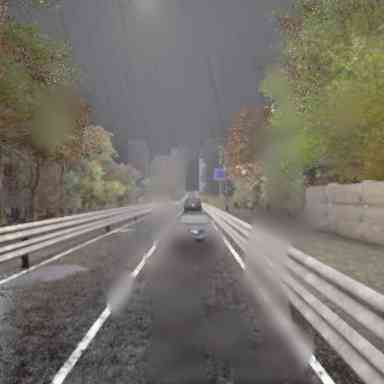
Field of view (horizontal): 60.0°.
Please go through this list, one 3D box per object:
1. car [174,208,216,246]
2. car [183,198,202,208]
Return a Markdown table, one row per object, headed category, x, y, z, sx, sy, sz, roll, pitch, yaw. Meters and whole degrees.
| category | x | y | z | sx | sy | sz | roll | pitch | yaw |
| --- | --- | --- | --- | --- | --- | --- | --- | --- | --- |
| car | 0.107 | 1.682 | 15.843 | 2.033 | 1.411 | 5.357 | 0 | -1 | 0 |
| car | 0.112 | 1.779 | 41.847 | 2.150 | 2.045 | 5.566 | -1 | -1 | 0 |
